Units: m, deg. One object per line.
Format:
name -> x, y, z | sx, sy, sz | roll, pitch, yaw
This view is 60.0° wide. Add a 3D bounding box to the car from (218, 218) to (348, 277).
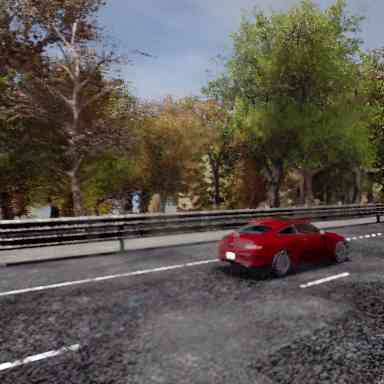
car -> 2.888, 1.514, 10.209 | 4.674, 1.442, 1.812 | 0, 0, -36
